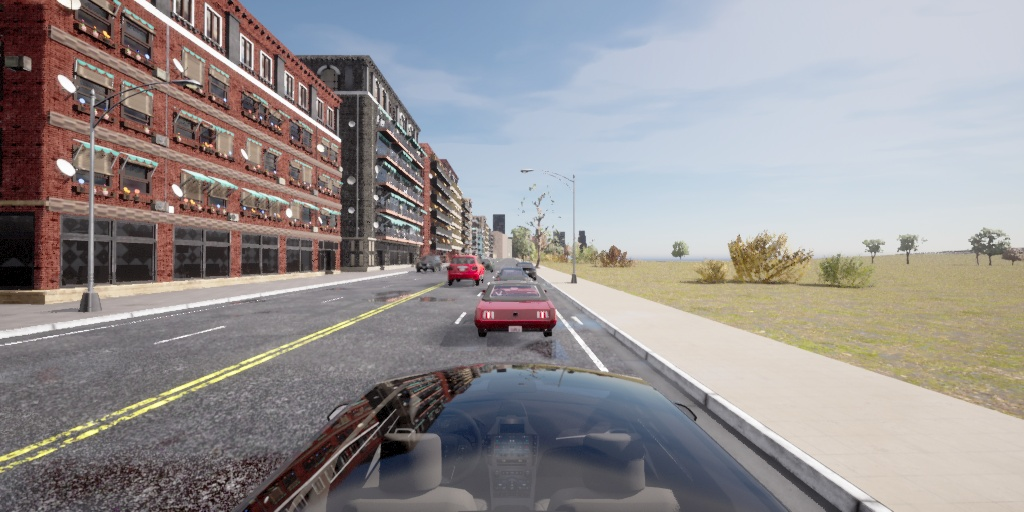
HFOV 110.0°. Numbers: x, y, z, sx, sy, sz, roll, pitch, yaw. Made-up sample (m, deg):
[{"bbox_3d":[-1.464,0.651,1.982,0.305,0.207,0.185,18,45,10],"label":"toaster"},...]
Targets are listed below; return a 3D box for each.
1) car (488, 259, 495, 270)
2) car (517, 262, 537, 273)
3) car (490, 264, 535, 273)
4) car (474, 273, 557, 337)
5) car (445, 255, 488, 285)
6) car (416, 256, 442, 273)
[{"bbox_3d":[-3.290,1.106,45.166,2.097,1.767,4.553,0,0,1],"label":"car"},{"bbox_3d":[1.048,1.259,30.282,1.837,1.490,4.892,0,0,0],"label":"car"},{"bbox_3d":[0.033,1.317,20.288,1.994,1.385,4.181,0,0,0],"label":"car"},{"bbox_3d":[0.074,1.352,10.258,1.895,1.301,4.718,0,0,0],"label":"car"},{"bbox_3d":[-3.229,0.975,26.011,2.150,2.045,5.566,0,0,0],"label":"car"},{"bbox_3d":[-9.981,0.975,43.468,2.150,2.045,5.566,0,0,0],"label":"car"}]
